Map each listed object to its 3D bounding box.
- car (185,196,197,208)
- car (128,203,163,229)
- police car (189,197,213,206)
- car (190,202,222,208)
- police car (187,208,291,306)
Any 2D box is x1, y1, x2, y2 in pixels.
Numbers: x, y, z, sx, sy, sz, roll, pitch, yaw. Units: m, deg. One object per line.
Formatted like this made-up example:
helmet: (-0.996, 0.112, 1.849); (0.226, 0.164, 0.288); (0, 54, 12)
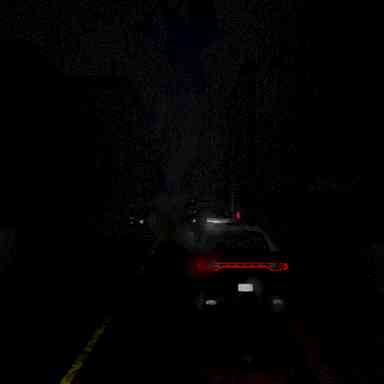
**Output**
car: (0.147, 1.345, 47.917); (2.097, 1.767, 4.553); (0, 0, 1)
car: (-2.950, 1.502, 21.898); (1.837, 1.490, 4.892); (0, 0, 0)
police car: (0.955, 1.422, 24.252); (1.930, 1.638, 5.238); (0, 0, 0)
car: (0.941, 1.503, 18.142); (1.837, 1.490, 4.892); (0, 0, 0)
police car: (0.918, 1.425, 8.252); (1.930, 1.638, 5.238); (0, 0, 0)
